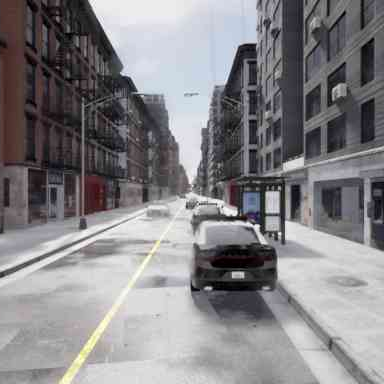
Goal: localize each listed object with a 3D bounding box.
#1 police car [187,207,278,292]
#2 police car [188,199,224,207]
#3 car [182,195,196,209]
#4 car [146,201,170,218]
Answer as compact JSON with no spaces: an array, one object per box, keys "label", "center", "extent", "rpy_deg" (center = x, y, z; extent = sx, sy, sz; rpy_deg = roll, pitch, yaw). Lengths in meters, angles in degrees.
[{"label":"police car","center":[0.906,1.427,9.111],"extent":[1.930,1.638,5.238],"rpy_deg":[0,0,0]},{"label":"police car","center":[0.914,1.431,19.111],"extent":[1.930,1.638,5.238],"rpy_deg":[0,0,0]},{"label":"car","center":[0.049,1.561,45.707],"extent":[2.033,1.411,5.357],"rpy_deg":[0,0,0]},{"label":"car","center":[-3.078,1.536,30.912],"extent":[1.812,1.442,4.674],"rpy_deg":[0,0,0]}]
